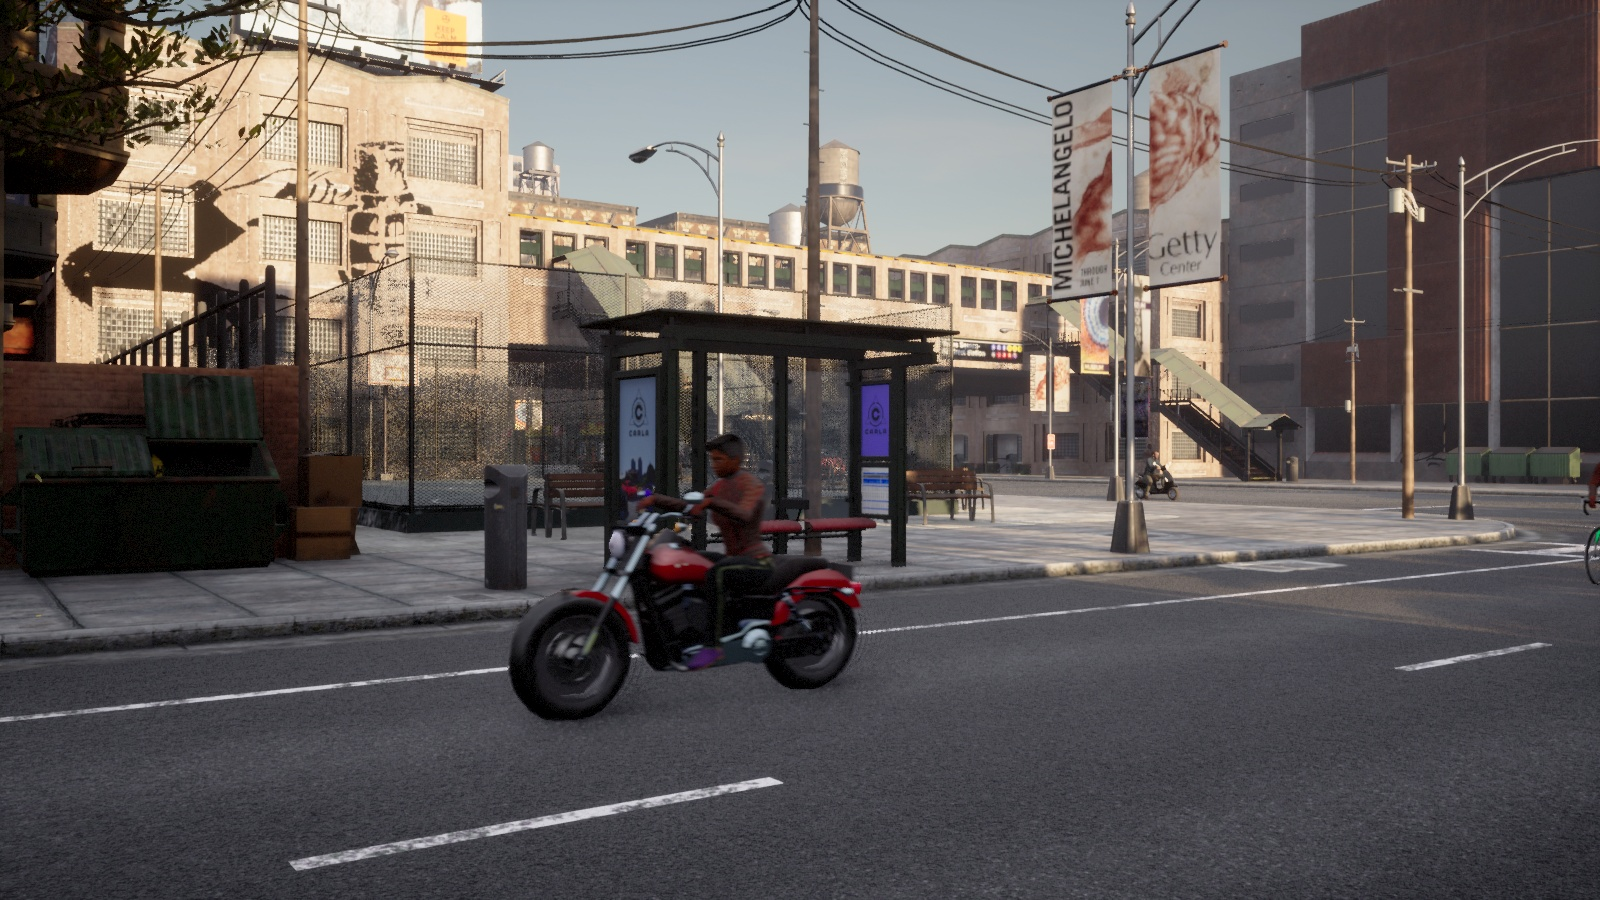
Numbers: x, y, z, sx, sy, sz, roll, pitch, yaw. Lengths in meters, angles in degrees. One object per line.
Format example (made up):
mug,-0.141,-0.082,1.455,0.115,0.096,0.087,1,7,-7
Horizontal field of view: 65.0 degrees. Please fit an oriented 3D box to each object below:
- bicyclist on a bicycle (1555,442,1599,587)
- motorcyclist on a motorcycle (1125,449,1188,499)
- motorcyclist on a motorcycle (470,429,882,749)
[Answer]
bicyclist on a bicycle,9.471,0.713,14.597,1.656,1.620,0.582,0,0,-36
motorcyclist on a motorcycle,11.545,0.773,40.714,0.866,1.590,1.817,0,0,-34
motorcyclist on a motorcycle,-0.679,0.715,7.454,2.350,1.649,0.766,0,0,-35
